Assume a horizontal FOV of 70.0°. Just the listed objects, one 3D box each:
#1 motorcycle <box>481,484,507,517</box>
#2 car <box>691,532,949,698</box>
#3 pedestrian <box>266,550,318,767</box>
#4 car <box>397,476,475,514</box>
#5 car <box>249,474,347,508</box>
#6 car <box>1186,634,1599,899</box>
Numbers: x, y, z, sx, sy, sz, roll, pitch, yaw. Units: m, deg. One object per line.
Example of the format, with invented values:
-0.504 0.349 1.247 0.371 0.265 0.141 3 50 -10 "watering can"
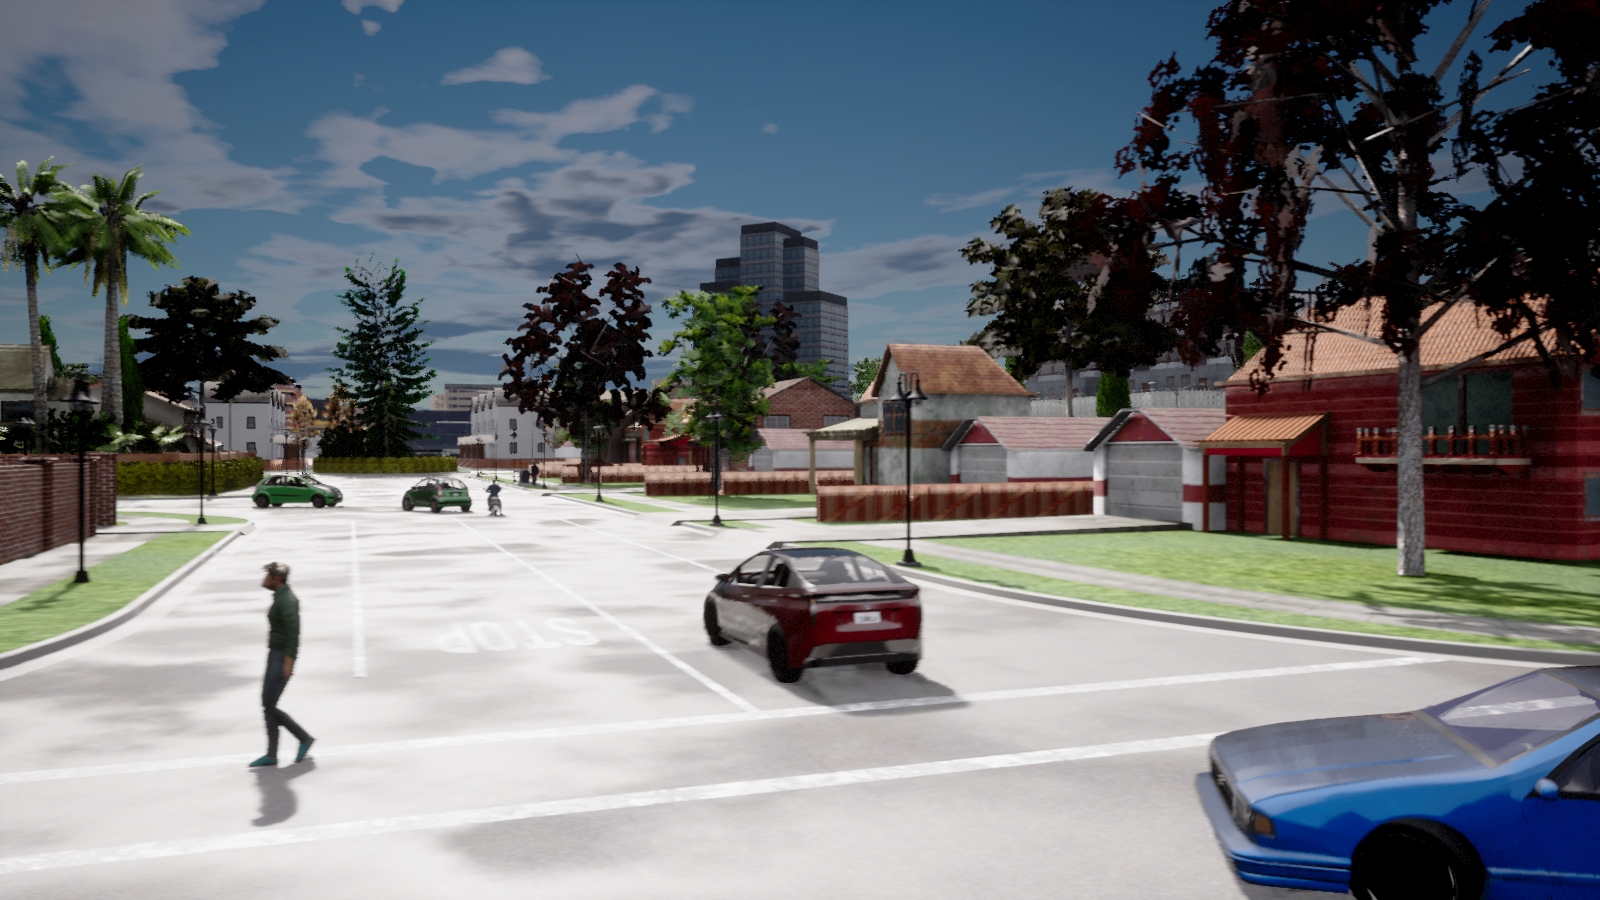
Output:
-13.315 2.163 49.660 0.856 1.341 1.805 0 0 -22 "motorcycle"
0.075 2.051 15.432 2.007 1.525 4.514 0 0 -20 "car"
-4.576 1.858 10.292 0.375 1.860 0.375 0 0 -32 "pedestrian"
-16.944 2.040 53.152 1.851 1.617 3.988 0 0 -45 "car"
-24.494 1.986 55.822 3.988 1.617 1.851 0 0 0 "car"
5.320 2.087 7.046 5.357 1.411 2.033 0 0 12 "car"
